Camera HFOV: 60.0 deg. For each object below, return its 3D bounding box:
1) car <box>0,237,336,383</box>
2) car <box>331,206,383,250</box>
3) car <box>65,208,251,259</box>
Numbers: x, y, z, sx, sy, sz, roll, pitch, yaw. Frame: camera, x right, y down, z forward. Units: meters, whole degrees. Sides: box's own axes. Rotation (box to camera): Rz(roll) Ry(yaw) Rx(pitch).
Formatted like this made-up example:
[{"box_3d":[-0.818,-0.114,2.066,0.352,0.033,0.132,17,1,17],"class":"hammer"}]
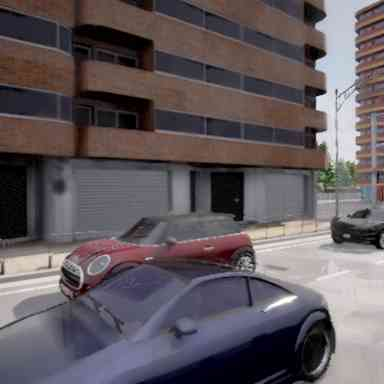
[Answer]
[{"box_3d":[-0.227,1.547,3.829,4.181,1.385,1.994,-1,0,-36],"class":"car"},{"box_3d":[7.812,1.331,13.864,5.008,1.535,1.882,-1,0,-35],"class":"car"},{"box_3d":[-0.641,1.317,7.836,4.553,1.767,2.097,-1,0,-36],"class":"car"}]
